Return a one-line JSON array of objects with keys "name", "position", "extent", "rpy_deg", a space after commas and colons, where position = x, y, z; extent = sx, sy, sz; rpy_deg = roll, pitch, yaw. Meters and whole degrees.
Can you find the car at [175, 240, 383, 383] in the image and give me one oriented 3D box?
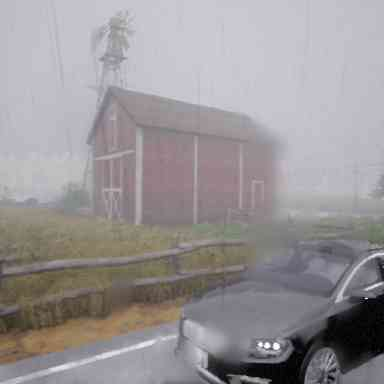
[{"name": "car", "position": [2.054, 1.549, 5.070], "extent": [4.902, 1.511, 2.128], "rpy_deg": [1, -1, -35]}]
